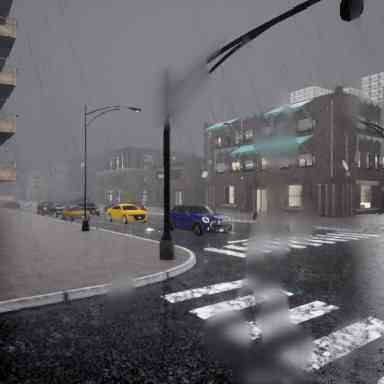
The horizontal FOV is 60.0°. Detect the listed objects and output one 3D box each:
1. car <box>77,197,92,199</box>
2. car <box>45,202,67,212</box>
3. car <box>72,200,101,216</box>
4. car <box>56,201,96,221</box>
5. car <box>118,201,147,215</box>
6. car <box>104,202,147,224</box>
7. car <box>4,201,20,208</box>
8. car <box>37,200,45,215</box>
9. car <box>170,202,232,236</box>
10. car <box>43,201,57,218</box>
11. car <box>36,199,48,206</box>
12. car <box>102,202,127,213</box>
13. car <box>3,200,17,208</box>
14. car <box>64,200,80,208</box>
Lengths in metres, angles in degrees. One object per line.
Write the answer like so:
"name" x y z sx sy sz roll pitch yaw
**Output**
"car" -18.717 1.913 57.190 2.150 2.045 5.566 0 -1 -36
"car" -19.651 2.149 47.957 1.994 1.385 4.181 0 -1 -35
"car" -11.584 1.921 36.536 1.837 1.490 4.892 0 -1 -35
"car" -10.784 1.873 30.802 1.752 1.417 4.829 -1 0 -36
"car" -7.271 1.879 40.464 1.967 1.590 4.097 -1 0 -36
"car" -5.522 1.768 28.035 1.882 1.535 5.008 0 -1 -35
"car" -33.918 2.376 63.321 1.887 1.381 4.507 -1 0 -36
"car" -17.410 1.926 40.232 1.967 1.590 4.097 -1 0 -36
"car" 0.299 1.524 19.885 2.097 1.767 4.553 0 -1 -36
"car" -14.139 1.968 35.591 2.008 1.369 4.403 -1 0 -36
"car" -37.079 2.590 82.166 1.752 1.417 4.829 -1 0 -36
"car" -10.585 2.089 45.070 1.802 1.307 4.206 -1 0 -36
"car" -37.218 2.452 67.941 2.008 1.369 4.403 -1 0 -36
"car" -22.733 2.296 62.883 1.812 1.442 4.674 0 -1 -36
